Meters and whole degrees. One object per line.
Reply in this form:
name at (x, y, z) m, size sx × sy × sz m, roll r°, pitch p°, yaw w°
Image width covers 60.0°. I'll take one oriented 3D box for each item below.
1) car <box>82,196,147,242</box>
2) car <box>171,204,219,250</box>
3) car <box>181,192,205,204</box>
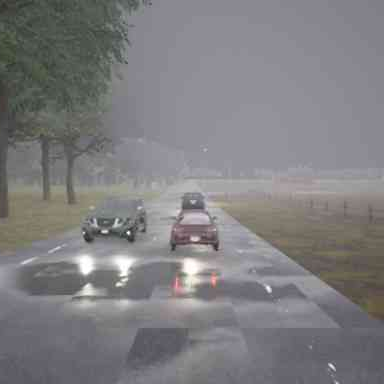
car at (-3.499, 1.214, 16.134) m, size 2.150 × 2.045 × 5.566 m, roll 0°, pitch 0°, yaw 0°
car at (0.103, 1.471, 14.013) m, size 1.812 × 1.442 × 4.674 m, roll 0°, pitch 0°, yaw 0°
car at (0.100, 0.992, 31.824) m, size 2.150 × 2.045 × 5.566 m, roll 0°, pitch 1°, yaw 0°
